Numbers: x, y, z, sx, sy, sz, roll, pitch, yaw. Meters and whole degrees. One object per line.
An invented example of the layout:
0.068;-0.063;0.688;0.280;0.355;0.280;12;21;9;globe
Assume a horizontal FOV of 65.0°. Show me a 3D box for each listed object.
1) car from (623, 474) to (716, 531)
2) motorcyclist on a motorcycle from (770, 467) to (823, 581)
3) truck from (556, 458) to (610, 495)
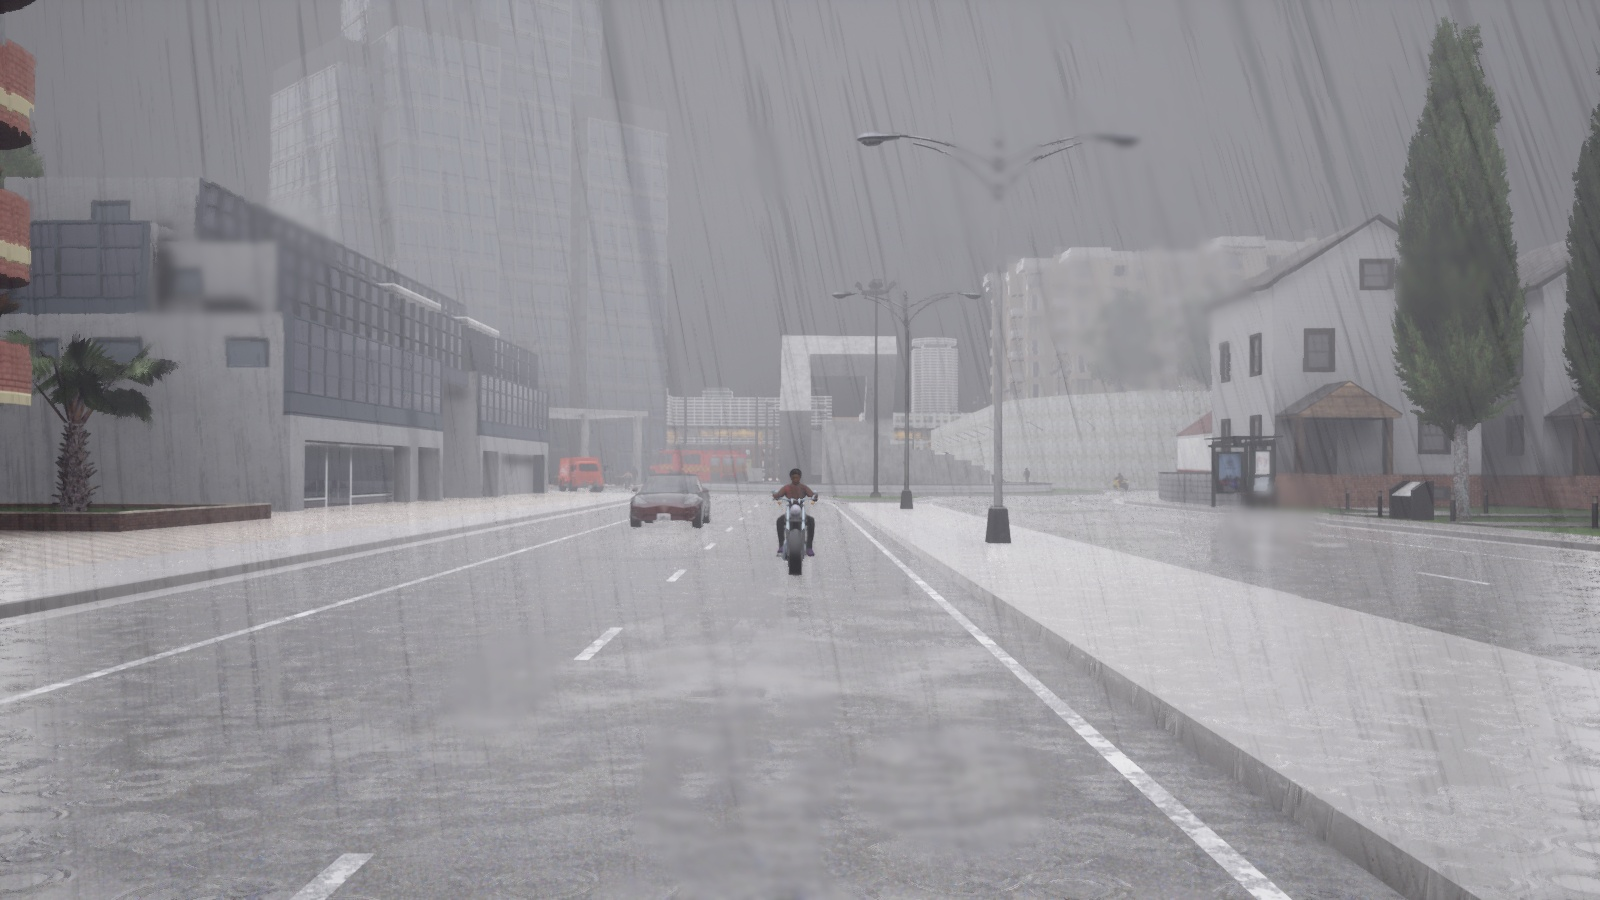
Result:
-3.609;1.425;35.587;2.163;1.488;4.792;0;-1;0;car
-0.060;1.091;19.433;0.766;1.649;2.350;0;-1;0;motorcyclist on a motorcycle
-15.228;1.861;87.918;2.627;2.467;5.204;0;-1;-22;truck
